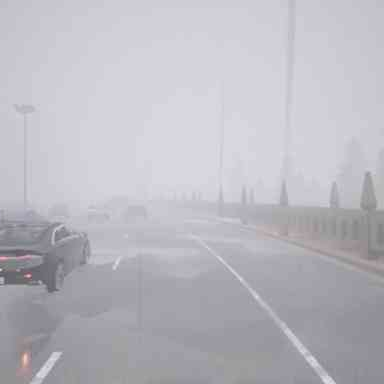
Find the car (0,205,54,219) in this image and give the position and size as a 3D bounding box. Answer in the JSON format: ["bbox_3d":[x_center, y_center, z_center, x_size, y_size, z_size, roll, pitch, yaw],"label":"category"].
[{"bbox_3d":[-8.757,1.610,16.928,1.882,1.535,5.008,0,-1,-10],"label":"car"}]

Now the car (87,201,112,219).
[{"bbox_3d":[-8.994,1.853,31.614,1.895,1.301,4.718,0,-1,-18],"label":"car"}]

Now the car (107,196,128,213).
[{"bbox_3d":[-9.376,1.559,42.178,2.150,2.045,5.566,0,0,-24],"label":"car"}]

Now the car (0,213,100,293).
[{"bbox_3d":[-4.075,1.556,8.948,2.128,1.511,4.902,0,0,-6],"label":"car"}]

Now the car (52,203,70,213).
[{"bbox_3d":[-13.303,1.830,33.301,2.033,1.411,5.357,0,0,-21],"label":"car"}]

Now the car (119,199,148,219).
[{"bbox_3d":[-5.595,1.724,32.364,1.882,1.535,5.008,0,0,-18],"label":"car"}]
